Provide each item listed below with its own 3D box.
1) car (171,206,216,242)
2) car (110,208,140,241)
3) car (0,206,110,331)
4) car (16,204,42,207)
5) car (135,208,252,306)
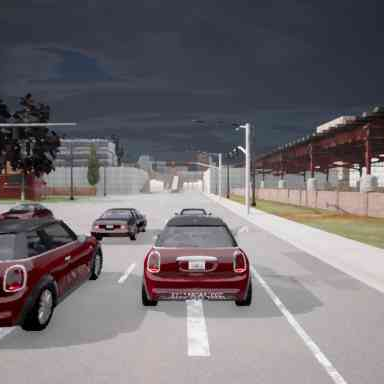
[{"bbox_3d":[0.070,1.506,16.719,1.994,1.385,4.181,0,0,0],"label":"car"},{"bbox_3d":[-3.431,1.488,16.420,2.033,1.411,5.357,0,0,0],"label":"car"},{"bbox_3d":[-3.410,1.341,6.996,2.097,1.767,4.553,0,0,0],"label":"car"},{"bbox_3d":[-10.547,1.473,21.355,1.994,1.385,4.181,0,0,0],"label":"car"},{"bbox_3d":[0.085,1.337,8.159,2.097,1.767,4.553,0,0,0],"label":"car"}]
